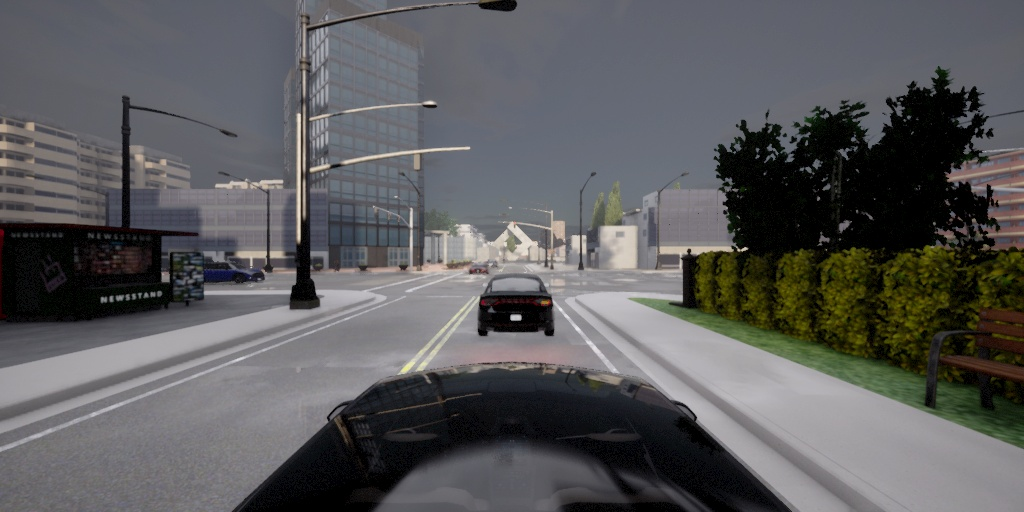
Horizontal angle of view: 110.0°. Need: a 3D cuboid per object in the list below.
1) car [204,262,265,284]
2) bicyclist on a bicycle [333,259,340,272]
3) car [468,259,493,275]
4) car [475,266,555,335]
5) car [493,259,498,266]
[{"bbox_3d":[-22.026,1.262,28.063,4.553,1.767,2.097,-1,0,0],"label":"car"},{"bbox_3d":[-21.803,1.201,44.542,0.582,1.620,1.656,-1,0,0],"label":"bicyclist on a bicycle"},{"bbox_3d":[-3.437,1.327,38.178,1.994,1.385,4.181,0,0,0],"label":"car"},{"bbox_3d":[0.114,1.225,10.474,1.882,1.535,5.008,0,0,1],"label":"car"},{"bbox_3d":[-3.320,1.221,59.114,2.128,1.511,4.902,0,0,1],"label":"car"}]
